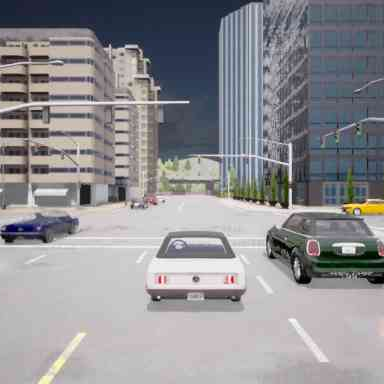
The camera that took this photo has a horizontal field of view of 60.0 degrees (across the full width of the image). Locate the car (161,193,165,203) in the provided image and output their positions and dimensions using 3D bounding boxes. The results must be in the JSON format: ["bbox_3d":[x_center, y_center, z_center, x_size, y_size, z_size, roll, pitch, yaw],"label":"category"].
[{"bbox_3d":[-6.884,1.221,69.146,2.150,2.045,5.566,0,0,0],"label":"car"}]

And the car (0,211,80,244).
[{"bbox_3d":[-7.078,1.597,15.952,1.895,1.301,4.718,0,0,0],"label":"car"}]

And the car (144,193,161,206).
[{"bbox_3d":[-6.995,1.222,55.233,2.150,2.045,5.566,0,0,0],"label":"car"}]

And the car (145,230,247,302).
[{"bbox_3d":[0.089,1.601,8.243,1.895,1.301,4.718,0,0,0],"label":"car"}]

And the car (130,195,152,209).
[{"bbox_3d":[-7.023,1.491,44.682,2.128,1.511,4.902,0,0,0],"label":"car"}]

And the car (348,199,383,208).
[{"bbox_3d":[16.870,1.422,31.605,5.008,1.535,1.882,0,0,1],"label":"car"}]

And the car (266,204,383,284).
[{"bbox_3d":[3.598,1.352,9.731,2.097,1.767,4.553,0,0,0],"label":"car"}]
